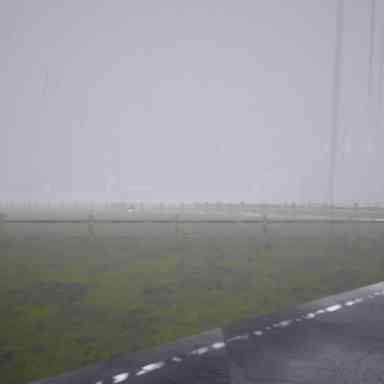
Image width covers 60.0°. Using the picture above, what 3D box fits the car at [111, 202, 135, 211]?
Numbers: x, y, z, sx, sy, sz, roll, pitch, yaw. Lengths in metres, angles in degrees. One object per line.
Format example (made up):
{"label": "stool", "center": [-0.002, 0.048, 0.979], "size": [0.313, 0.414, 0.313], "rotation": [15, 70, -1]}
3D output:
{"label": "car", "center": [-11.120, 2.257, 53.501], "size": [4.181, 1.385, 1.994], "rotation": [-1, 0, 35]}
